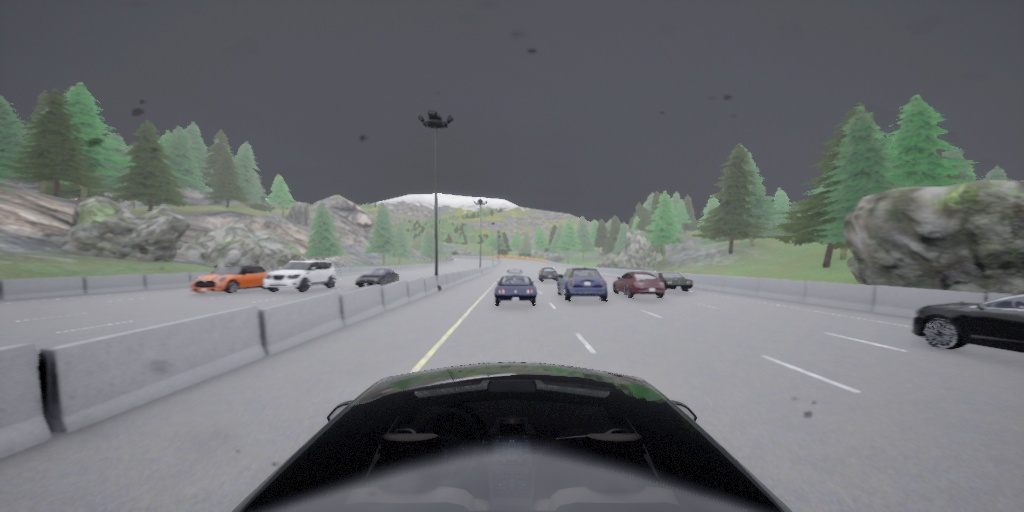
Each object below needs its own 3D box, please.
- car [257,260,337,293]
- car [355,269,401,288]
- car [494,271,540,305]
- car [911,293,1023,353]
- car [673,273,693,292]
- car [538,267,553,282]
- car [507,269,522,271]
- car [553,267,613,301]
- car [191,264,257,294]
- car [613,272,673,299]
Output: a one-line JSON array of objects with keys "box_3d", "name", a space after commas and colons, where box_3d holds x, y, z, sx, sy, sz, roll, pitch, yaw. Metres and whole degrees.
[{"box_3d": [-13.980, 1.287, 24.172, 2.150, 2.045, 5.566, 0, -1, 1], "name": "car"}, {"box_3d": [-10.438, 1.706, 28.374, 2.033, 1.411, 5.357, 0, -1, 1], "name": "car"}, {"box_3d": [0.168, 1.602, 17.648, 1.895, 1.301, 4.718, 0, -1, 0], "name": "car"}, {"box_3d": [10.612, 1.351, 6.663, 2.128, 1.511, 4.902, 0, -1, 0], "name": "car"}, {"box_3d": [10.706, 1.785, 25.220, 1.895, 1.301, 4.718, 0, -1, 0], "name": "car"}, {"box_3d": [3.772, 1.919, 37.921, 1.812, 1.442, 4.674, 0, -1, 0], "name": "car"}, {"box_3d": [0.266, 1.960, 36.845, 1.895, 1.301, 4.718, 0, -1, 0], "name": "car"}, {"box_3d": [3.681, 1.401, 19.535, 2.097, 1.767, 4.553, 0, -1, 0], "name": "car"}, {"box_3d": [-17.491, 1.376, 22.623, 2.097, 1.767, 4.553, 0, -1, 0], "name": "car"}, {"box_3d": [7.183, 1.610, 20.638, 1.812, 1.442, 4.674, 0, -1, 0], "name": "car"}]
